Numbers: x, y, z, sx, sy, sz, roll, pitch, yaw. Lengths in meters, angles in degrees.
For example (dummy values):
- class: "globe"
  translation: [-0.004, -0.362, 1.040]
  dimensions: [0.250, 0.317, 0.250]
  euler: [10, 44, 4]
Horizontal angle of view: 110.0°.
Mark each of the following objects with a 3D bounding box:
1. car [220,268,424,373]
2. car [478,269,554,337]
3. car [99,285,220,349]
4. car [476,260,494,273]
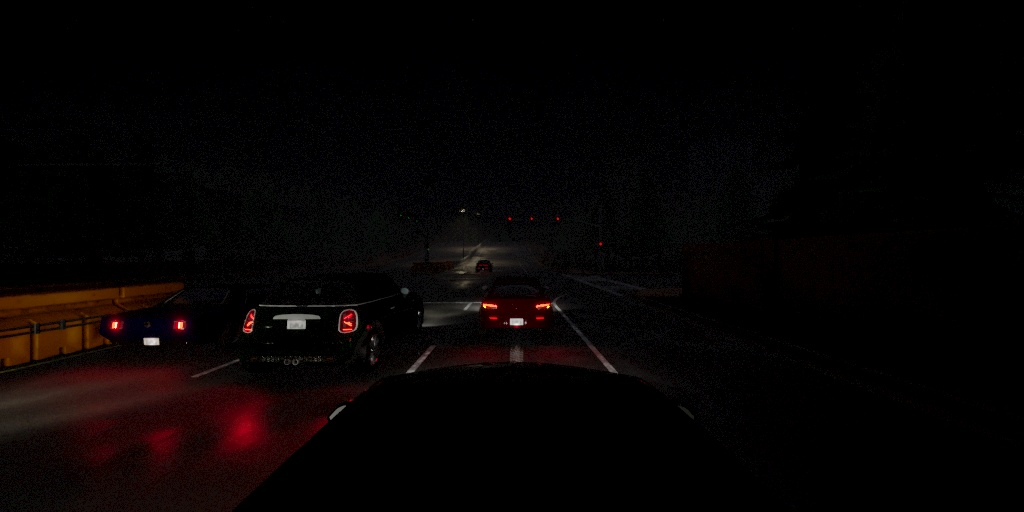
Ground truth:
- class: "car"
  translation: [-3.398, 1.102, 7.775]
  dimensions: [2.097, 1.767, 4.553]
  euler: [0, 0, 0]
- class: "car"
  translation: [0.100, 1.276, 10.164]
  dimensions: [1.812, 1.442, 4.674]
  euler: [0, 0, 0]
- class: "car"
  translation: [-6.900, 1.351, 9.090]
  dimensions: [1.895, 1.301, 4.718]
  euler: [0, 0, 0]
- class: "car"
  translation: [-3.397, 1.255, 44.332]
  dimensions: [1.837, 1.490, 4.892]
  euler: [0, 0, 0]
